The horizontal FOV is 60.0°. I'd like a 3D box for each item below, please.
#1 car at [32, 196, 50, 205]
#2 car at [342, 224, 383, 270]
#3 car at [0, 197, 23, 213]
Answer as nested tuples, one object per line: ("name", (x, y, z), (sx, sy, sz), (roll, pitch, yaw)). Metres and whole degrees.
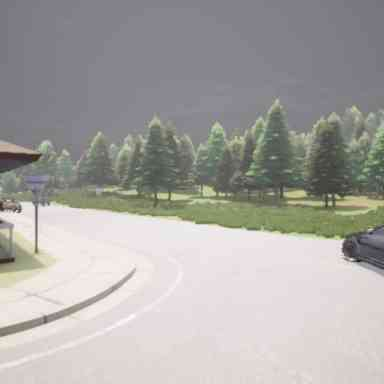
("car", (-24.124, 1.405, 53.086), (1.812, 1.442, 4.674), (0, 0, -35))
("car", (5.910, 1.504, 9.078), (1.994, 1.385, 4.181), (1, 0, -3))
("car", (-18.637, 1.323, 34.038), (1.816, 1.474, 4.193), (7, -5, -37))
